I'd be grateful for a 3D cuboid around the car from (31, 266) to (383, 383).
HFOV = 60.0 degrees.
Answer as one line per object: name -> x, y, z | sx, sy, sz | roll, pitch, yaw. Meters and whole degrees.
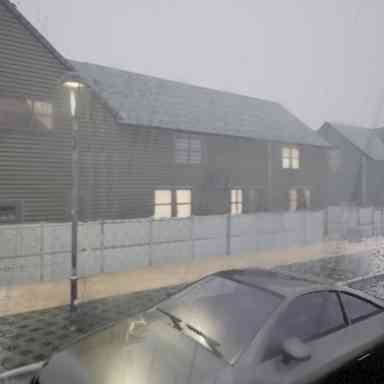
car -> 0.612, 1.572, 3.430 | 4.181, 1.385, 1.994 | 0, 0, -35
